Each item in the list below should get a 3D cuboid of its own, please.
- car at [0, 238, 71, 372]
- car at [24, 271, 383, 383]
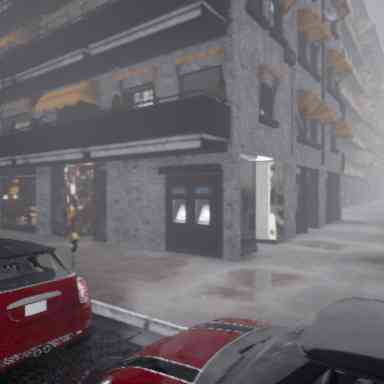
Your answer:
[{"bbox_3d":[-3.484,1.444,5.200,4.097,1.590,1.967,0,0,35],"label":"car"},{"bbox_3d":[1.072,1.440,1.953,4.097,1.590,1.967,0,0,35],"label":"car"}]
